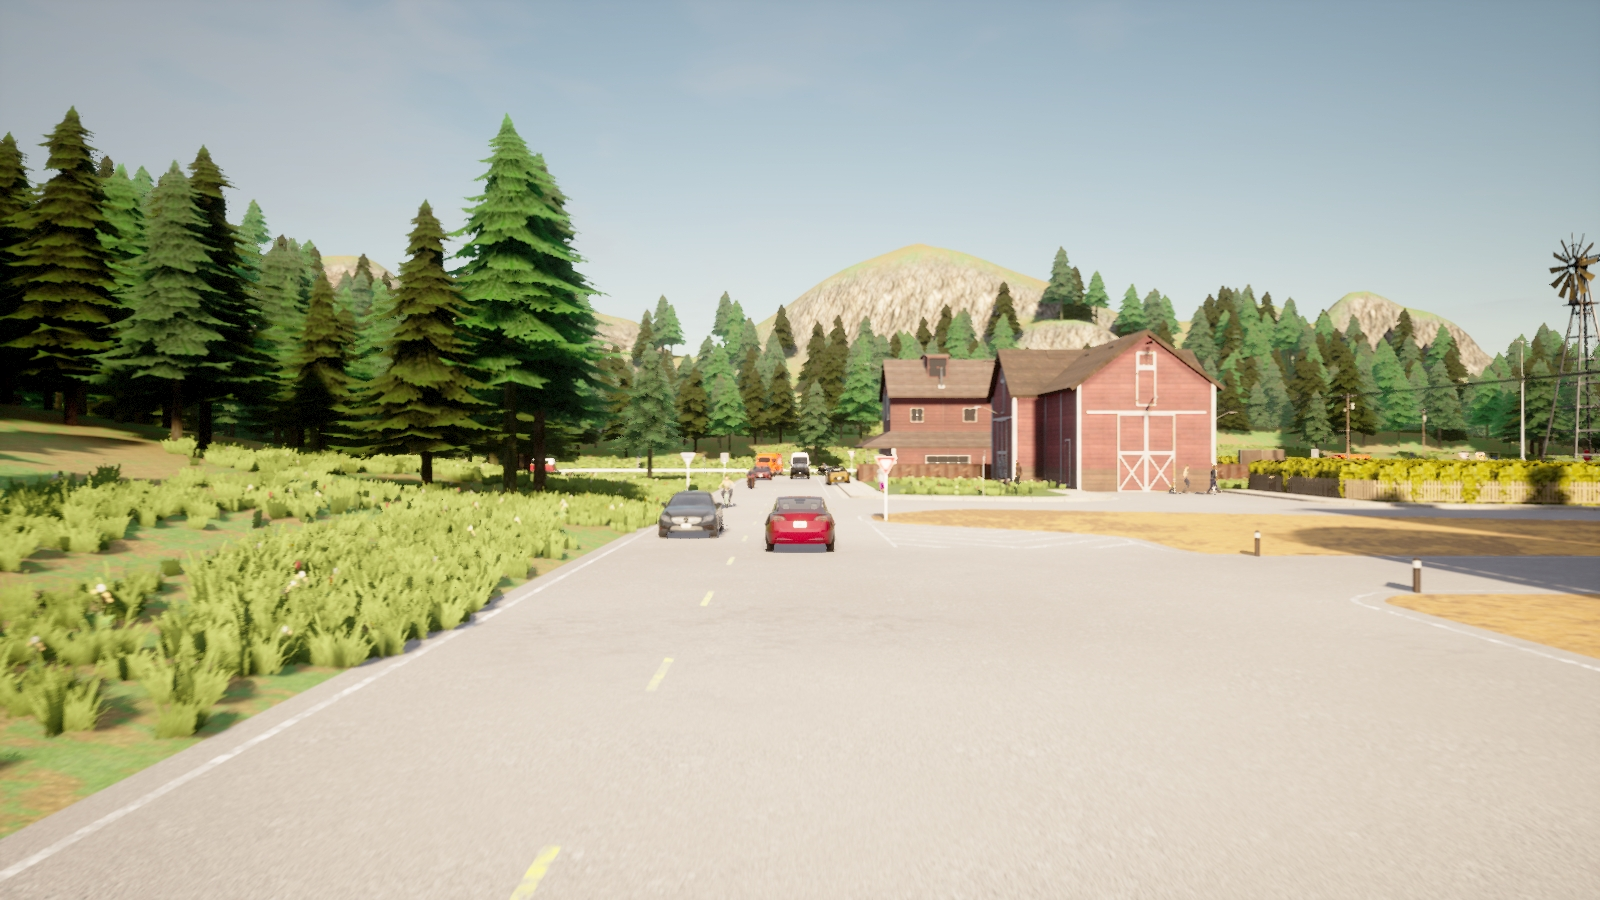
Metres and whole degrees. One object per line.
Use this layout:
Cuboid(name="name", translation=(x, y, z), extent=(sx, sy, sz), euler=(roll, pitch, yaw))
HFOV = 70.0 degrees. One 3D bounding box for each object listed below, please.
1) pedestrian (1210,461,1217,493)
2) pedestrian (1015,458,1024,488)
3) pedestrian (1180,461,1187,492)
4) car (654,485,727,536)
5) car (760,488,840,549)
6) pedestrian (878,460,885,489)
Cuboid(name="pedestrian", translation=(24.812, 1.618, 68.509), extent=(0.375, 1.860, 0.375), euler=(0, 0, 23))
Cuboid(name="pedestrian", translation=(13.874, 1.468, 72.157), extent=(0.375, 1.860, 0.375), euler=(0, 0, -42))
Cuboid(name="pedestrian", translation=(23.243, 1.617, 69.192), extent=(0.375, 1.860, 0.375), euler=(0, 0, 23))
Cuboid(name="car", translation=(-3.525, 1.941, 37.569), extent=(2.002, 1.442, 4.674), euler=(0, 0, 0))
Cuboid(name="car", translation=(0.001, 1.923, 33.302), extent=(2.163, 1.488, 4.792), euler=(0, 0, 0))
Cuboid(name="pedestrian", translation=(5.155, 1.554, 72.345), extent=(0.375, 1.860, 0.375), euler=(0, 0, 11))
